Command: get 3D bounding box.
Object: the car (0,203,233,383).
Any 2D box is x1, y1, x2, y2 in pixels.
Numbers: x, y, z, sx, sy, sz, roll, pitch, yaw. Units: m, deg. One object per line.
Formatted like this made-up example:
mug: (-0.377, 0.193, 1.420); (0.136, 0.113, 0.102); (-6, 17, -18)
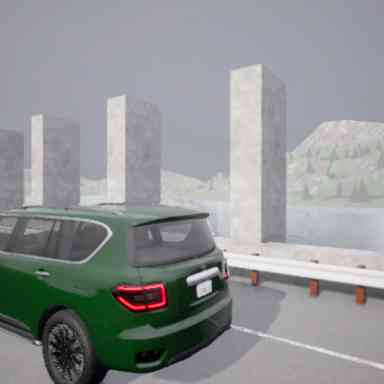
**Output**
car: (-2.053, 1.208, 5.406); (5.566, 2.045, 2.150); (0, 0, 35)
